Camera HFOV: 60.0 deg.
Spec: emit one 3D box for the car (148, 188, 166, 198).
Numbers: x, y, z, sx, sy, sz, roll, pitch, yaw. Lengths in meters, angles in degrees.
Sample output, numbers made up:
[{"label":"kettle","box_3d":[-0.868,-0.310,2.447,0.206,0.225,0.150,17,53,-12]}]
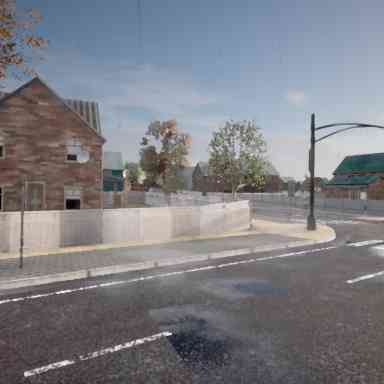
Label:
[{"label":"car","box_3d":[-6.545,0.336,61.635,2.150,2.045,5.566,1,1,-21]}]
